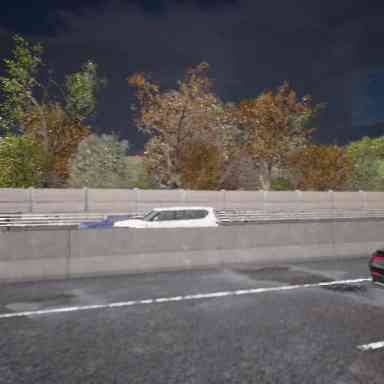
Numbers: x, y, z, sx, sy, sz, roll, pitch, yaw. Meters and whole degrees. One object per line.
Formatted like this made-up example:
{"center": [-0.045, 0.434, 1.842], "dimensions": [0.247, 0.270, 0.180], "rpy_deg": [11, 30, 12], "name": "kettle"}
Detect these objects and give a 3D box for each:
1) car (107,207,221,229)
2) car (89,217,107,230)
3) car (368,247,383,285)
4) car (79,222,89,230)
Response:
{"center": [-1.249, 1.772, 16.876], "dimensions": [5.566, 2.045, 2.150], "rpy_deg": [0, -2, -19], "name": "car"}
{"center": [-3.476, 2.259, 19.825], "dimensions": [4.718, 1.301, 1.895], "rpy_deg": [0, -2, -18], "name": "car"}
{"center": [6.747, 1.735, 8.248], "dimensions": [4.892, 1.490, 1.837], "rpy_deg": [0, -2, -18], "name": "car"}
{"center": [-5.344, 2.292, 22.897], "dimensions": [4.674, 1.442, 1.812], "rpy_deg": [0, -2, -18], "name": "car"}
